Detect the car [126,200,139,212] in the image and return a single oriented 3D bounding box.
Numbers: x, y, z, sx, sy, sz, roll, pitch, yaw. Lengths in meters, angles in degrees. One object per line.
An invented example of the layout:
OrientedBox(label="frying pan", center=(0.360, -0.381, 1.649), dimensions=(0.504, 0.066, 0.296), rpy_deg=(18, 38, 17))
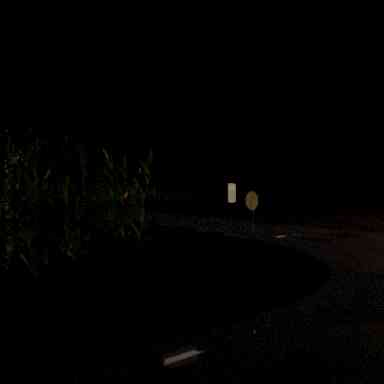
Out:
OrientedBox(label="car", center=(-8.052, 1.637, 39.881), dimensions=(2.033, 1.411, 5.357), rpy_deg=(-1, 0, -35))
